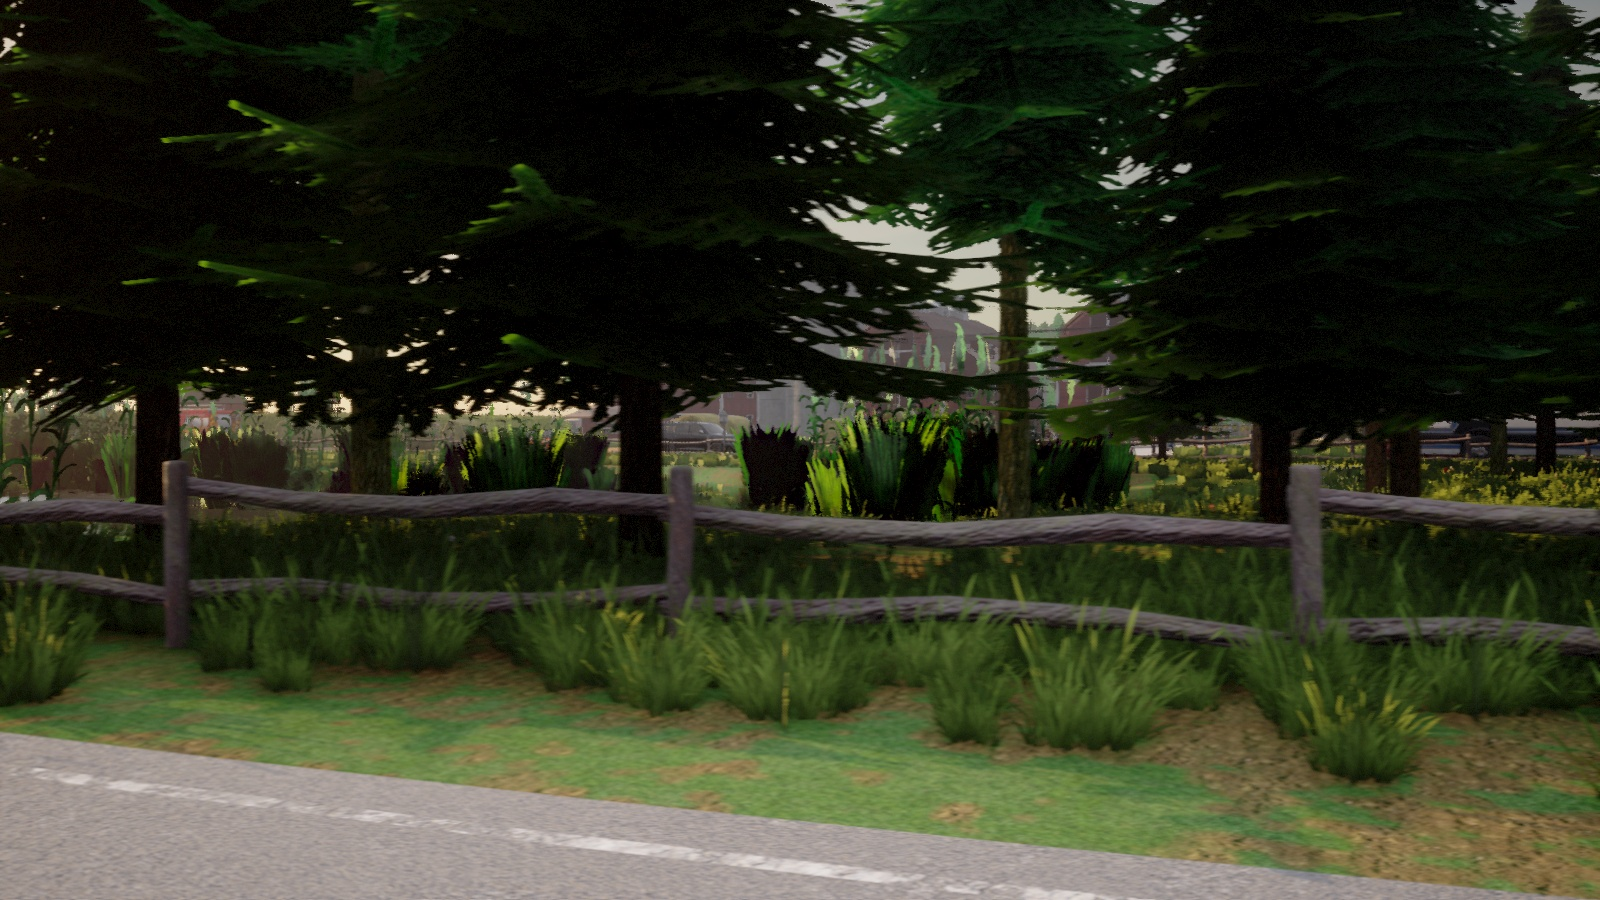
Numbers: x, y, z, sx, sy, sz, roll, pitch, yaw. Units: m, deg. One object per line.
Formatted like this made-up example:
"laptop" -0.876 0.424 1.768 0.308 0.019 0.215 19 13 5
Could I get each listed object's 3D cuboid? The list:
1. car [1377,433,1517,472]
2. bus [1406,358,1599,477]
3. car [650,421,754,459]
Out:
"car" 26.858 0.070 52.178 5.008 1.535 1.882 1 1 33
"bus" 28.586 -1.194 46.887 10.273 4.253 3.944 1 1 32
"car" -5.458 -0.584 69.362 5.566 2.045 2.150 1 1 33
